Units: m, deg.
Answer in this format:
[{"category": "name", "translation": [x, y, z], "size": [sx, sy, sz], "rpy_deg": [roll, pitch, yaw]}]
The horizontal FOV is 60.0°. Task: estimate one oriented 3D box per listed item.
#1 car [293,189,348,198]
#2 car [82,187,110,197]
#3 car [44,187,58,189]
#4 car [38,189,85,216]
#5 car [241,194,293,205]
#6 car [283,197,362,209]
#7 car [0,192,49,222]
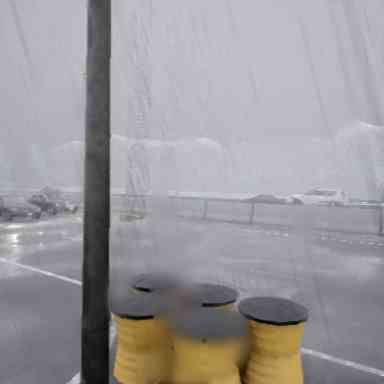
[{"category": "car", "translation": [12.647, 0.712, 33.273], "size": [5.566, 2.045, 2.150], "rpy_deg": [2, 2, 35]}, {"category": "car", "translation": [-15.366, 0.041, 53.164], "size": [4.674, 1.442, 1.812], "rpy_deg": [2, 2, 35]}, {"category": "car", "translation": [-23.321, -0.139, 54.517], "size": [4.674, 1.442, 1.812], "rpy_deg": [2, 2, 35]}, {"category": "car", "translation": [-9.913, 0.778, 23.291], "size": [4.902, 1.511, 2.128], "rpy_deg": [2, 2, 35]}, {"category": "car", "translation": [7.083, 0.917, 32.935], "size": [4.674, 1.442, 1.812], "rpy_deg": [2, 2, 35]}, {"category": "car", "translation": [9.114, 1.255, 22.909], "size": [4.718, 1.301, 1.895], "rpy_deg": [2, 2, 35]}, {"category": "car", "translation": [-10.778, 0.878, 19.630], "size": [4.674, 1.442, 1.812], "rpy_deg": [2, 2, 35]}]
